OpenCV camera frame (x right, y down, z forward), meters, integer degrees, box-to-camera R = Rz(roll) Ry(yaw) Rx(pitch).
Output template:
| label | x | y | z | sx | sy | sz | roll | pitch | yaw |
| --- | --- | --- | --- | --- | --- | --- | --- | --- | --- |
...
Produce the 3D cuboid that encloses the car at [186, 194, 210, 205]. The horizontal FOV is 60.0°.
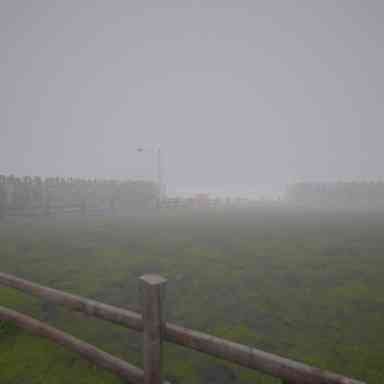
| label | x | y | z | sx | sy | sz | roll | pitch | yaw |
| --- | --- | --- | --- | --- | --- | --- | --- | --- | --- |
| car | 1.155 | 1.341 | 59.137 | 2.150 | 2.045 | 5.566 | 0 | 0 | 35 |
